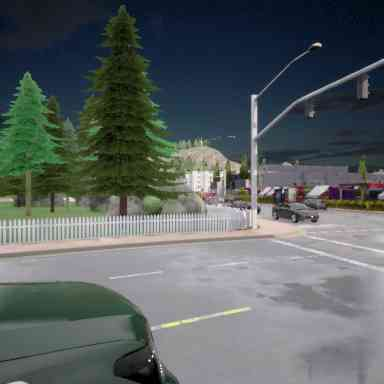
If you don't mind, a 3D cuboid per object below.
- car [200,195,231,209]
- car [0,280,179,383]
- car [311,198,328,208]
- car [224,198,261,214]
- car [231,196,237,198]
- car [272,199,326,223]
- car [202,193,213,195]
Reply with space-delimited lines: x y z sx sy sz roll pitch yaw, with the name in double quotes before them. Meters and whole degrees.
"car" 2.868 1.547 44.236 2.128 1.511 4.902 0 0 -16
"car" -2.744 1.221 1.679 5.566 2.045 2.150 0 0 -36
"car" 14.806 1.547 41.447 2.128 1.511 4.902 0 0 -16
"car" 5.483 1.656 35.250 1.895 1.301 4.718 0 0 -16
"car" 7.683 1.560 65.941 1.837 1.490 4.892 0 0 -16
"car" 8.071 1.560 26.343 1.837 1.490 4.892 0 0 -14
"car" 2.985 1.277 69.612 2.150 2.045 5.566 0 0 -16
